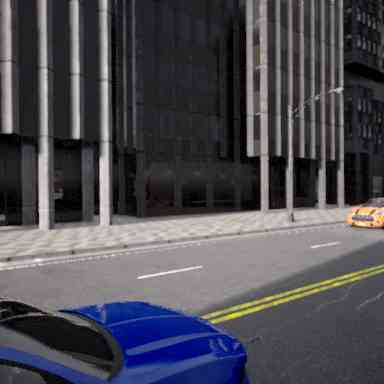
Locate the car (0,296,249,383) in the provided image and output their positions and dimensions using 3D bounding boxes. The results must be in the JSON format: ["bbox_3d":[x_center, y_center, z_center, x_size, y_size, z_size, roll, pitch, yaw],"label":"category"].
[{"bbox_3d":[-1.773,1.480,2.175,5.008,1.535,1.882,-1,0,-36],"label":"car"}]

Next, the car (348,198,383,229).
[{"bbox_3d":[11.207,1.156,19.667,4.553,1.767,2.097,-1,0,-36],"label":"car"}]
